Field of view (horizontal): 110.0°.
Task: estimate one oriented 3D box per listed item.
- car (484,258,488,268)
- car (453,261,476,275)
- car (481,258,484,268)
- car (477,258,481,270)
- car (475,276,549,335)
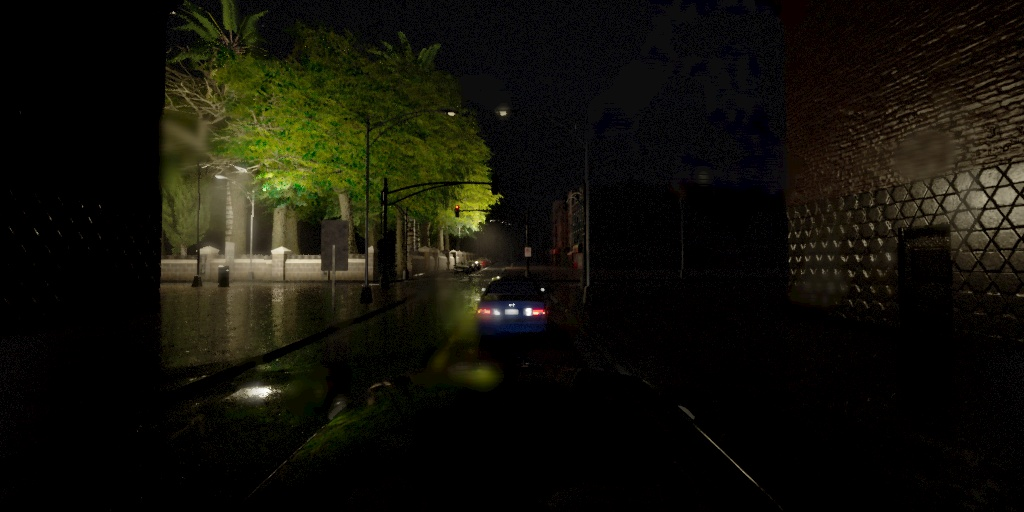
[{"bbox_3d":[-5.639,1.417,63.340,1.802,1.307,4.207,0,0,0],"label":"car"},{"bbox_3d":[-5.496,1.333,39.855,2.007,1.370,4.403,0,0,0],"label":"car"},{"bbox_3d":[-5.560,1.371,52.441,1.948,1.339,4.313,0,0,0],"label":"car"},{"bbox_3d":[-5.521,1.345,46.991,2.007,1.370,4.403,0,0,0],"label":"car"},{"bbox_3d":[0.026,1.301,10.532,2.033,1.411,5.357,0,0,1],"label":"car"}]
